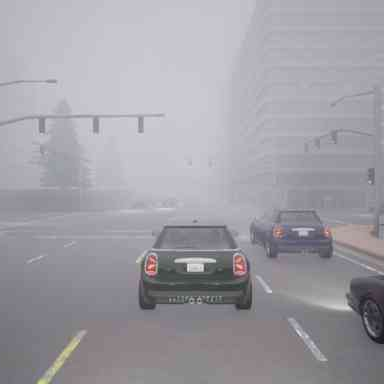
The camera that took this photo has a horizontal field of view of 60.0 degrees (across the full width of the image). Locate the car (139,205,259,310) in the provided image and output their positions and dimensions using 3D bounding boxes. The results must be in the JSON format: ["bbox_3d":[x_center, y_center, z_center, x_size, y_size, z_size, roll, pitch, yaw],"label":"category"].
[{"bbox_3d":[0.071,1.352,7.988,2.097,1.767,4.553,0,0,0],"label":"car"}]

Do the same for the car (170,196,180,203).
[{"bbox_3d":[-3.500,1.595,71.100,1.895,1.301,4.718,0,0,0],"label":"car"}]

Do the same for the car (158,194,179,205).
[{"bbox_3d":[-3.597,1.491,51.082,2.128,1.511,4.902,0,0,0],"label":"car"}]

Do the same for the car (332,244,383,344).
[{"bbox_3d":[3.599,1.547,3.351,2.033,1.411,5.357,0,0,0],"label":"car"}]

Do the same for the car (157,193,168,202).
[{"bbox_3d":[-7.000,1.225,78.733,2.150,2.045,5.566,0,0,0],"label":"car"}]

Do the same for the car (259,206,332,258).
[{"bbox_3d":[3.587,1.352,12.827,2.097,1.767,4.553,0,0,0],"label":"car"}]

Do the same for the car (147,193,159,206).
[{"bbox_3d":[-7.089,1.352,54.508,2.097,1.767,4.553,0,0,0],"label":"car"}]

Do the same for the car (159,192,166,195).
[{"bbox_3d":[-7.009,1.224,68.092,2.150,2.045,5.566,0,0,0],"label":"car"}]

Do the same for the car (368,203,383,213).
[{"bbox_3d":[19.936,1.492,32.455,5.357,1.411,2.033,0,0,-18],"label":"car"}]

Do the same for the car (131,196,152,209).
[{"bbox_3d":[-7.100,1.601,45.613,1.895,1.301,4.718,0,0,0],"label":"car"}]

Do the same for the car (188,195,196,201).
[{"bbox_3d":[0.000,1.525,81.125,2.128,1.511,4.902,0,0,0],"label":"car"}]
